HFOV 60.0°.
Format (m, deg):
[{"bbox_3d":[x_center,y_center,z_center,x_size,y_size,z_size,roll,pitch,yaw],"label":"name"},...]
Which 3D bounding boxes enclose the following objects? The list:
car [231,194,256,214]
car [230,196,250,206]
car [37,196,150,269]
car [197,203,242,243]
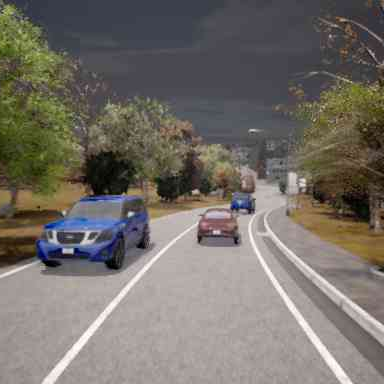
[{"bbox_3d":[5.610,1.211,36.214,2.150,2.045,5.566,2,0,16],"label":"car"},{"bbox_3d":[7.760,1.415,53.678,2.128,1.511,4.902,2,0,21],"label":"car"},{"bbox_3d":[-2.938,1.160,11.326,2.150,2.045,5.566,1,0,5],"label":"car"},{"bbox_3d":[1.314,1.501,16.060,1.812,1.442,4.674,1,0,7],"label":"car"}]
